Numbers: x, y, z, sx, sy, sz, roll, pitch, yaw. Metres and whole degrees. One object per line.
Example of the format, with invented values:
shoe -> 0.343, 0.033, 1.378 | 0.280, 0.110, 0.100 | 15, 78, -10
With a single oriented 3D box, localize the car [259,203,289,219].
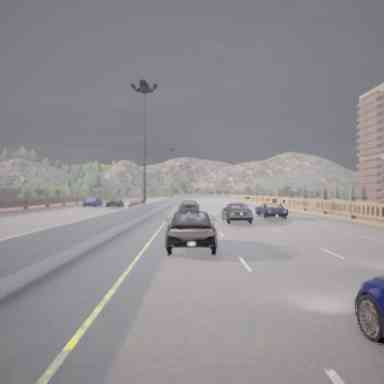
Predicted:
car -> 6.780, 1.604, 28.849 | 1.895, 1.301, 4.718 | 0, 0, -1

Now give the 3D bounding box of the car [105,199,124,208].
car -> -11.131, 1.622, 48.103 | 1.895, 1.301, 4.718 | 0, 0, 0

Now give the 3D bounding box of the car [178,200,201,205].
car -> -0.240, 1.514, 30.468 | 1.837, 1.490, 4.892 | 0, 0, -1

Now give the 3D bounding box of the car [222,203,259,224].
car -> 3.325, 1.552, 25.092 | 2.033, 1.411, 5.357 | 0, 0, -1

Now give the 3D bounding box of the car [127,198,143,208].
car -> -7.615, 1.544, 46.129 | 1.812, 1.442, 4.674 | 0, 0, 0

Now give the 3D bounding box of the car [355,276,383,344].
car -> 3.554, 1.524, 3.461 | 1.812, 1.442, 4.674 | 0, 0, 0

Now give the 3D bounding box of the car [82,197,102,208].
car -> -14.634, 1.501, 49.000 | 1.882, 1.535, 5.008 | 0, 0, 0

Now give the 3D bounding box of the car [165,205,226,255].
car -> -0.038, 1.495, 13.391 | 2.128, 1.511, 4.902 | 0, 0, -1
